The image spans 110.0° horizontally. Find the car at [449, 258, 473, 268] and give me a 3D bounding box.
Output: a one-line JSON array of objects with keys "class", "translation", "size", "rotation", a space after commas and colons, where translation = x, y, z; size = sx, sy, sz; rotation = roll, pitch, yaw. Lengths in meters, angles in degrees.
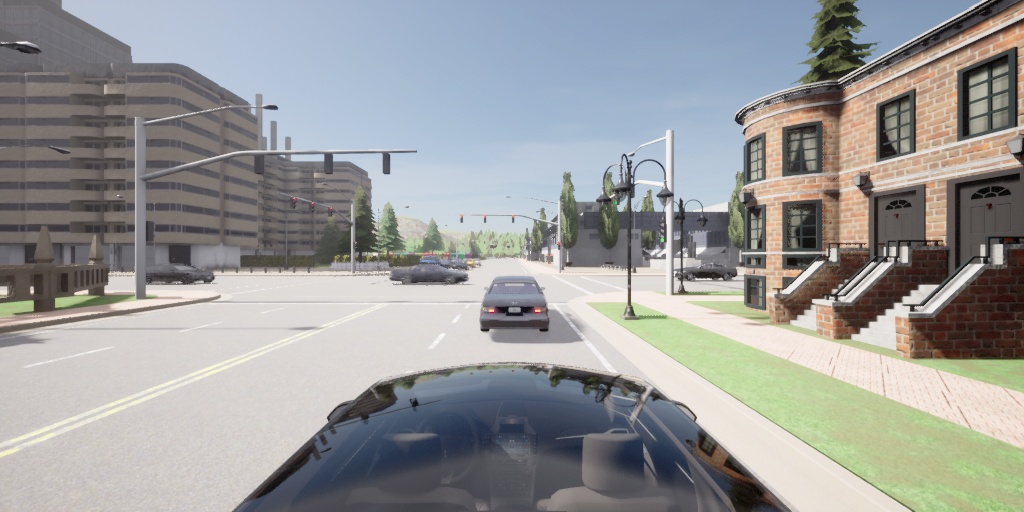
[{"class": "car", "translation": [-7.135, 1.314, 50.272], "size": [1.994, 1.385, 4.181], "rotation": [0, 0, 0]}]

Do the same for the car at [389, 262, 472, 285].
[{"class": "car", "translation": [-5.768, 1.297, 25.144], "size": [5.357, 1.411, 2.033], "rotation": [0, 0, 2]}]

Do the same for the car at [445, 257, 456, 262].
[{"class": "car", "translation": [-10.651, 1.297, 57.713], "size": [2.033, 1.411, 5.357], "rotation": [0, 0, 0]}]

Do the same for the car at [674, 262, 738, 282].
[{"class": "car", "translation": [15.424, 1.241, 28.809], "size": [4.902, 1.511, 2.128], "rotation": [0, 0, -1]}]

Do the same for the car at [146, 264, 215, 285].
[{"class": "car", "translation": [-23.807, 1.276, 25.410], "size": [4.674, 1.442, 1.812], "rotation": [0, 0, 0]}]

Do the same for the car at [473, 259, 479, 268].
[{"class": "car", "translation": [-7.139, 1.227, 59.361], "size": [1.882, 1.535, 5.008], "rotation": [0, 0, 0]}]

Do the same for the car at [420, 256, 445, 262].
[{"class": "car", "translation": [-10.640, 0.971, 46.874], "size": [2.150, 2.045, 5.566], "rotation": [0, 0, 0]}]

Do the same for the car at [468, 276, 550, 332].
[{"class": "car", "translation": [0.072, 1.297, 10.846], "size": [2.033, 1.411, 5.357], "rotation": [0, 0, 0]}]
